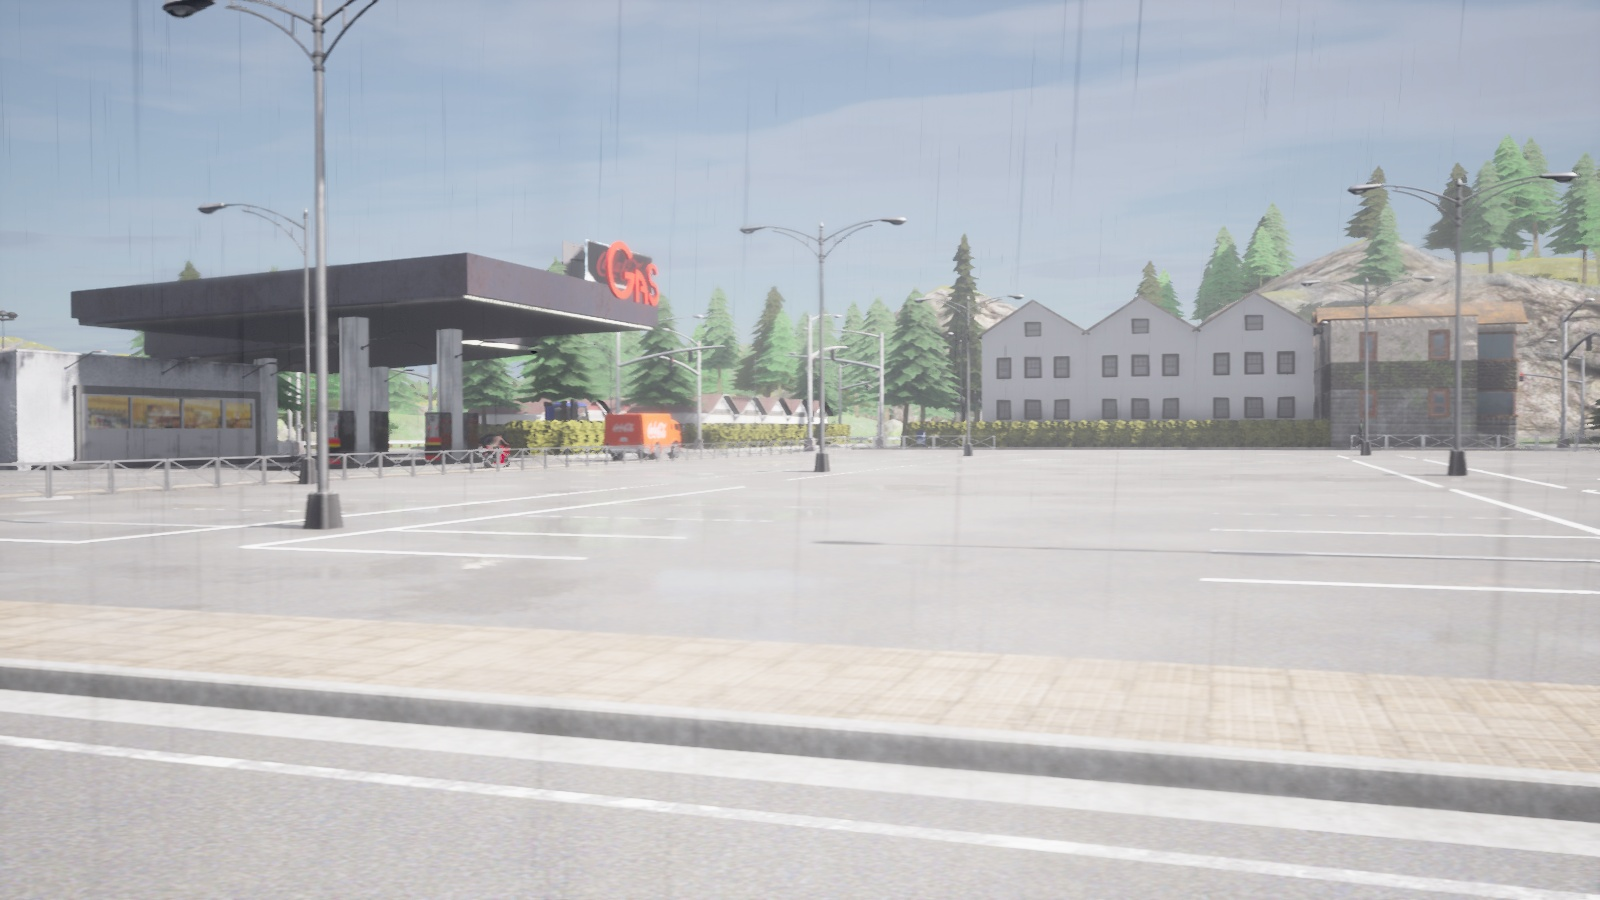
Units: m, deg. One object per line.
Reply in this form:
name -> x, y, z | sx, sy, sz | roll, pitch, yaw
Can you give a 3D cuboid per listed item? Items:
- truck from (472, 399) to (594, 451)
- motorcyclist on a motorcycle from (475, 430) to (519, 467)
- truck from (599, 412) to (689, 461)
truck -> -18.677, -1.761, 87.968 | 7.936, 3.462, 2.891 | 0, 2, 19
motorcyclist on a motorcycle -> -12.735, -0.086, 52.864 | 0.797, 1.523, 2.044 | 1, 1, 19
truck -> -8.111, -0.742, 65.907 | 2.627, 2.467, 5.204 | 1, 1, 19
